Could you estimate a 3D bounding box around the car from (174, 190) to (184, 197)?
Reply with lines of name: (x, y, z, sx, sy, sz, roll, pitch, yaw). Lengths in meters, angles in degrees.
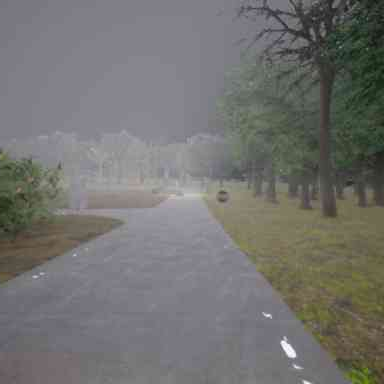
car: (-2.738, 0.313, 70.659, 1.837, 1.490, 4.892, 0, 2, 0)
